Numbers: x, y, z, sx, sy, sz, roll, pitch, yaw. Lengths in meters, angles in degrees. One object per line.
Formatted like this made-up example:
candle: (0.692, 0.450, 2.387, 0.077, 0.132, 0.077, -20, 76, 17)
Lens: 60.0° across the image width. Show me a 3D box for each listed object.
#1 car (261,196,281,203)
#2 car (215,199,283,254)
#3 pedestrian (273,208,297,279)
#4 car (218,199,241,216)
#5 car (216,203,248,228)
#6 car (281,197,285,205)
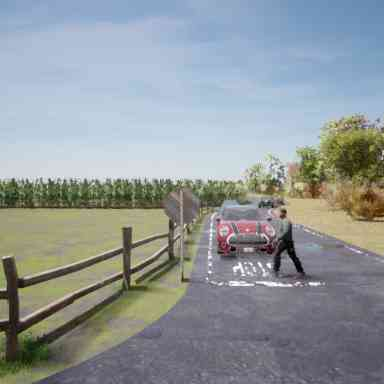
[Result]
car: (10.719, 1.318, 46.718, 2.097, 1.767, 4.553, 0, 0, 22)
car: (2.035, 1.352, 13.382, 2.097, 1.767, 4.553, 0, 0, 4)
pedestrian: (2.398, 1.289, 8.592, 0.375, 1.860, 0.375, -1, 1, 4)
car: (3.987, 1.539, 34.361, 2.033, 1.411, 5.357, 0, 0, 10)
car: (2.773, 1.545, 23.768, 2.033, 1.411, 5.357, 0, 0, 5)
car: (14.569, 1.475, 56.199, 1.812, 1.442, 4.674, 0, 0, 20)
